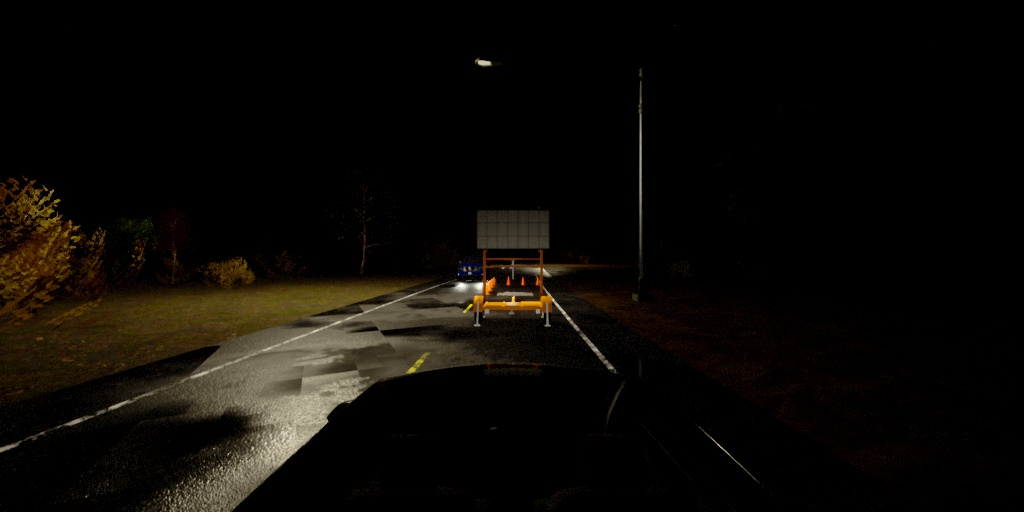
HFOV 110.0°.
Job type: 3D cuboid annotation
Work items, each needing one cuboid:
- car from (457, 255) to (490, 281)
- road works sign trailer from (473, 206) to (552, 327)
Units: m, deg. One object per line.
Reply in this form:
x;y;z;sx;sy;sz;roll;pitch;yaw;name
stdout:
-3.127;0.966;30.098;2.150;2.045;5.566;0;0;2;car
0.036;0.213;11.589;2.380;3.560;2.880;0;0;1;road works sign trailer
